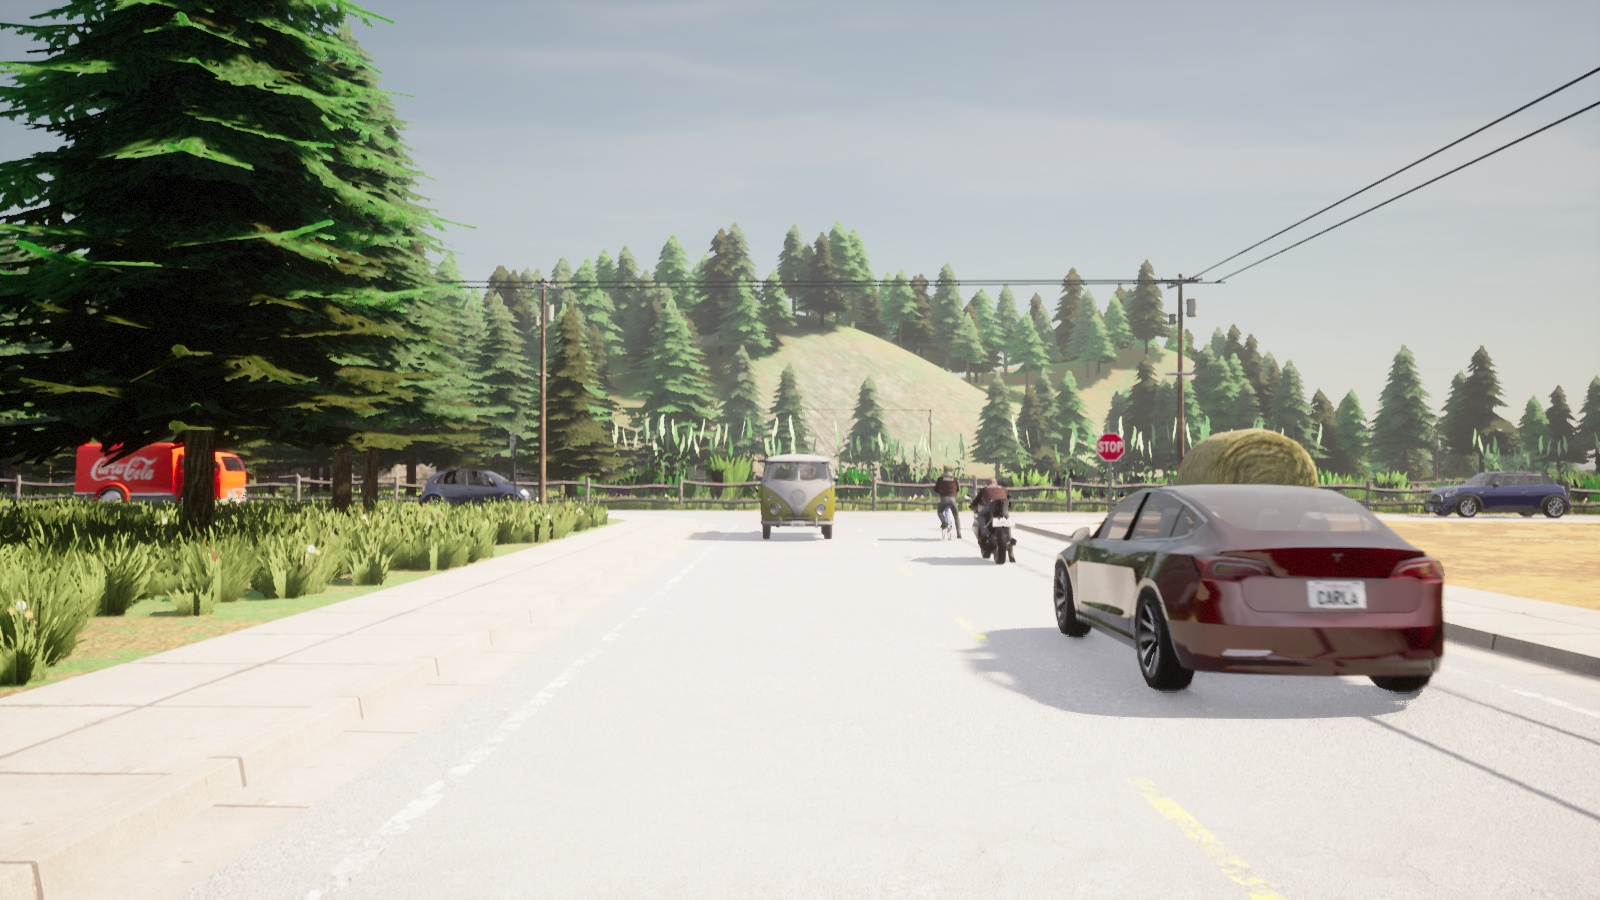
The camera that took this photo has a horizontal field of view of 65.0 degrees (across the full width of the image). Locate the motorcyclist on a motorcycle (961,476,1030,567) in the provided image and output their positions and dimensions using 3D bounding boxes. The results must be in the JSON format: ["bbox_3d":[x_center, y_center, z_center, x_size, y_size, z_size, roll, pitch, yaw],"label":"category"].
[{"bbox_3d":[3.447,1.234,22.362,0.866,1.530,2.191,0,-1,0],"label":"motorcyclist on a motorcycle"}]

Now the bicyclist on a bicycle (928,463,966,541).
[{"bbox_3d":[3.430,1.193,29.355,0.659,1.776,1.843,0,-1,0],"label":"bicyclist on a bicycle"}]

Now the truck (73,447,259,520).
[{"bbox_3d":[-22.179,1.165,44.097,5.204,2.467,2.627,0,-1,1],"label":"truck"}]

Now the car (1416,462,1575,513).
[{"bbox_3d":[25.120,1.345,45.472,4.553,1.767,2.097,0,-1,3],"label":"car"}]

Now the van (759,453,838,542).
[{"bbox_3d":[-0.066,1.107,30.350,1.775,1.987,4.442,0,-1,-1],"label":"van"}]

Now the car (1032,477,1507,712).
[{"bbox_3d":[3.475,0.989,10.519,2.163,1.488,4.792,0,-1,0],"label":"car"}]

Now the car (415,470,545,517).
[{"bbox_3d":[-11.074,1.497,43.640,3.988,1.617,1.851,0,-1,3],"label":"car"}]
